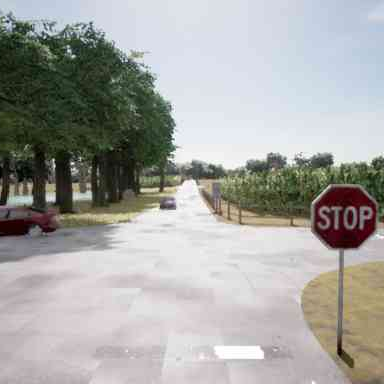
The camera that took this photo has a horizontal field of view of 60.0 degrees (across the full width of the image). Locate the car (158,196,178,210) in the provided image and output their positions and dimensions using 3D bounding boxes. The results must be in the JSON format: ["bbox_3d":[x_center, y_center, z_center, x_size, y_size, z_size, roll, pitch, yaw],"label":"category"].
[{"bbox_3d":[-2.715,1.243,38.677,1.837,1.490,4.892,0,1,0],"label":"car"}]

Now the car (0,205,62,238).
[{"bbox_3d":[-9.096,1.436,16.304,5.008,1.535,1.882,-1,5,-15],"label":"car"}]
